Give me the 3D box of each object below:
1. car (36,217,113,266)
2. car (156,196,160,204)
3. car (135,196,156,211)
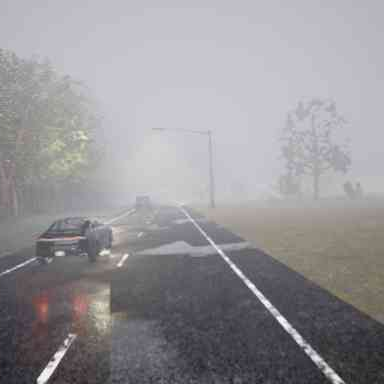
[{"bbox_3d":[-4.262,1.700,12.692,2.128,1.511,4.902,-3,0,-4],"label":"car"},{"bbox_3d":[-8.640,2.041,73.486,1.895,1.301,4.718,-3,0,-4],"label":"car"},{"bbox_3d":[-6.724,1.574,46.668,2.150,2.045,5.566,-3,0,-4],"label":"car"}]
